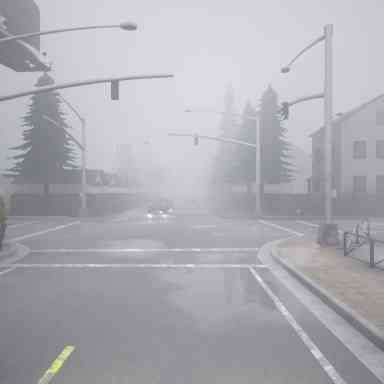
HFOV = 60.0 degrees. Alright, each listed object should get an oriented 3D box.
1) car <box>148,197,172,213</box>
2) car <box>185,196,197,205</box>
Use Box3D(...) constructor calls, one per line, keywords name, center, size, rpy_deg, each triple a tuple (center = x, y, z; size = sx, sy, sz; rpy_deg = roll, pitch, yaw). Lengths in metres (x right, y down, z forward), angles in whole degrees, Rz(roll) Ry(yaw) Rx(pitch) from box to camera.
Box3D(name="car", center=(-3.666, 1.352, 37.036), size=(2.097, 1.767, 4.553), rpy_deg=(0, 0, 0))
Box3D(name="car", center=(-0.108, 1.491, 59.238), size=(2.128, 1.511, 4.902), rpy_deg=(0, 0, 0))
